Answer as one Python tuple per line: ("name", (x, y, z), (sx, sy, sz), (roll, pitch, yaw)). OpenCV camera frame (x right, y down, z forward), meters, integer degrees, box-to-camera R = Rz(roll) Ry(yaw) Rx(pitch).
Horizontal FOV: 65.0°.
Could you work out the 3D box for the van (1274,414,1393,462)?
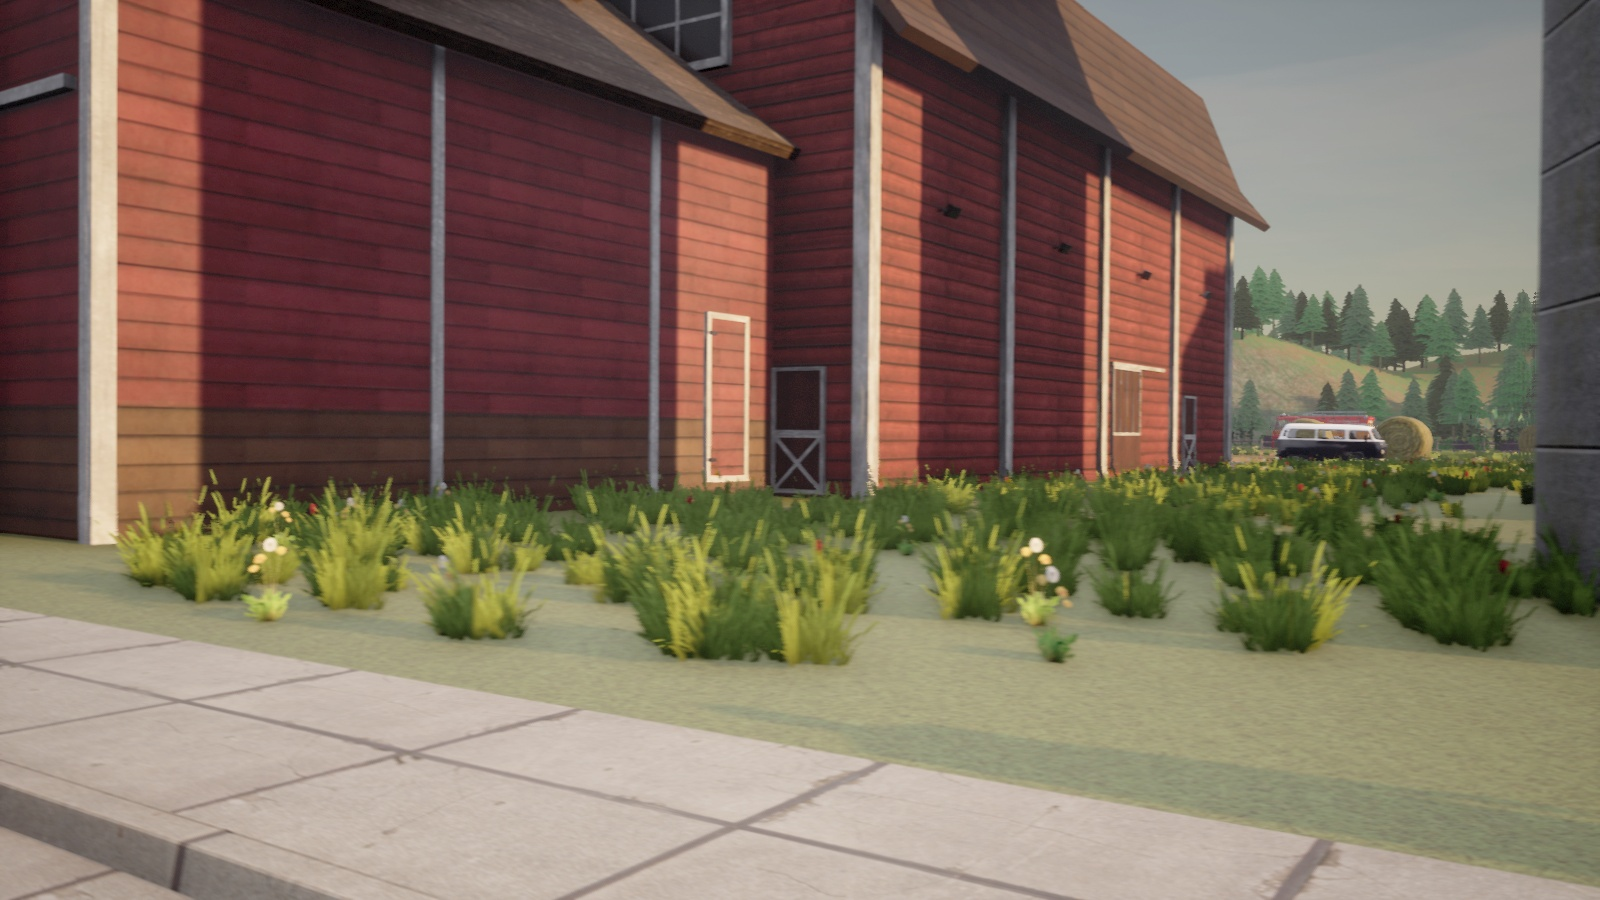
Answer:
("van", (23.419, -0.551, 55.181), (4.480, 2.038, 2.069), (1, 1, 34))
